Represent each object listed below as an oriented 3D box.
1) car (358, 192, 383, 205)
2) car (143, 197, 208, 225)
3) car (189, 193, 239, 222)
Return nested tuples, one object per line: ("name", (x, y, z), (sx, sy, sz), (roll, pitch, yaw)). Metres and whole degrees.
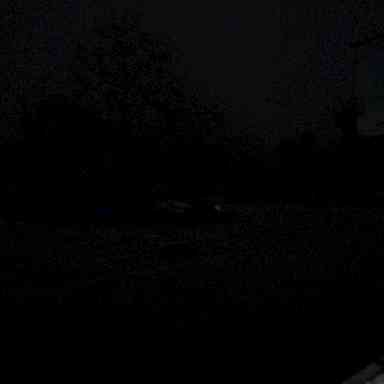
("car", (21.002, 0.712, 37.094), (2.002, 1.452, 4.674), (-1, 1, -35))
("car", (-1.370, 1.217, 21.100), (2.002, 1.452, 4.674), (-1, 1, -36))
("car", (1.166, 0.992, 22.996), (2.185, 1.767, 4.553), (-1, 1, -36))
